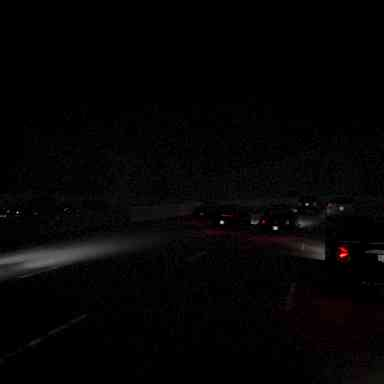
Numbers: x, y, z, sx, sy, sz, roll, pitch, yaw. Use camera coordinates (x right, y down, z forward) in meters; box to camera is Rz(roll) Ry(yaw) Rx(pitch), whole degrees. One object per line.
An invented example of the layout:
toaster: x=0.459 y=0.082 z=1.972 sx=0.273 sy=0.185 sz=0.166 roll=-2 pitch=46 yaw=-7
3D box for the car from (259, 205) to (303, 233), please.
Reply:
car: x=5.420 y=1.691 z=20.253 sx=1.895 sy=1.301 sz=4.718 roll=0 pitch=0 yaw=22

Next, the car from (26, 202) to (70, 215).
car: x=-16.950 y=1.886 z=39.400 sx=1.895 sy=1.301 sz=4.718 roll=0 pitch=0 yaw=25

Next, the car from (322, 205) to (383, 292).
car: x=4.704 y=1.383 z=8.786 sx=2.097 sy=1.767 sz=4.553 roll=0 pitch=0 yaw=20

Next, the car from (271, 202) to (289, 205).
car: x=10.222 y=1.771 z=38.633 sx=1.895 sy=1.301 sz=4.718 roll=0 pitch=0 yaw=28

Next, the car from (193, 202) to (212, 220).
car: x=1.795 y=1.632 z=29.431 sx=1.882 sy=1.535 sz=5.008 roll=0 pitch=0 yaw=24

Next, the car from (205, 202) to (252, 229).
car: x=2.814 y=1.623 z=23.039 sx=1.837 sy=1.490 sz=4.892 roll=0 pitch=0 yaw=23

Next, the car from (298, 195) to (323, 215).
car: x=13.092 y=1.371 z=36.622 sx=2.150 sy=2.045 sz=5.566 roll=0 pitch=0 yaw=27

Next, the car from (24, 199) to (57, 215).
car: x=-12.815 y=1.718 z=31.496 sx=2.128 sy=1.511 sz=4.902 roll=0 pitch=0 yaw=24

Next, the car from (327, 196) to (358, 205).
car: x=12.579 y=1.323 z=27.826 sx=2.150 sy=2.045 sz=5.566 roll=0 pitch=0 yaw=25

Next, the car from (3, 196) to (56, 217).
car: x=-15.867 y=1.471 z=33.272 sx=2.150 sy=2.045 sz=5.566 roll=0 pitch=-1 yaw=24

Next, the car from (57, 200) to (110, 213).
car: x=-9.526 y=1.556 z=30.278 sx=2.097 sy=1.767 sz=4.553 roll=0 pitch=0 yaw=24
